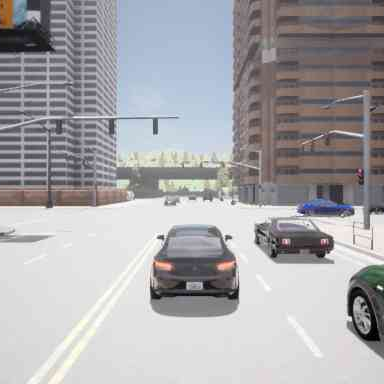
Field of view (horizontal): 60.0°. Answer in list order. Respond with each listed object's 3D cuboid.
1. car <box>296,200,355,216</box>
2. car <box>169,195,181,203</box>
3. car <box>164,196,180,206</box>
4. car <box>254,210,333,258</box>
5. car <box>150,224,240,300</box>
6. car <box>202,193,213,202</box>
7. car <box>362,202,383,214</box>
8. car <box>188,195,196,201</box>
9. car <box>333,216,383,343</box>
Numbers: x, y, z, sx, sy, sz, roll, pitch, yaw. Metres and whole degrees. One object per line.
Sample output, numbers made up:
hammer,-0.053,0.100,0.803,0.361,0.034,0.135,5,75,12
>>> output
car,12.032,1.477,30.132,5.008,1.535,1.882,0,0,3
car,-3.471,1.491,68.461,2.128,1.511,4.902,0,0,0
car,-3.568,1.491,54.864,2.128,1.511,4.902,0,0,-1
car,3.610,1.601,12.745,1.895,1.301,4.718,0,0,1
car,0.066,1.526,8.294,1.812,1.442,4.674,0,0,0
car,3.545,1.225,76.064,2.150,2.045,5.566,0,0,0
car,19.977,1.601,33.760,4.718,1.301,1.895,0,0,1
car,0.045,1.425,77.336,1.837,1.490,4.892,0,0,0
car,3.602,1.352,3.660,2.097,1.767,4.553,0,0,0
